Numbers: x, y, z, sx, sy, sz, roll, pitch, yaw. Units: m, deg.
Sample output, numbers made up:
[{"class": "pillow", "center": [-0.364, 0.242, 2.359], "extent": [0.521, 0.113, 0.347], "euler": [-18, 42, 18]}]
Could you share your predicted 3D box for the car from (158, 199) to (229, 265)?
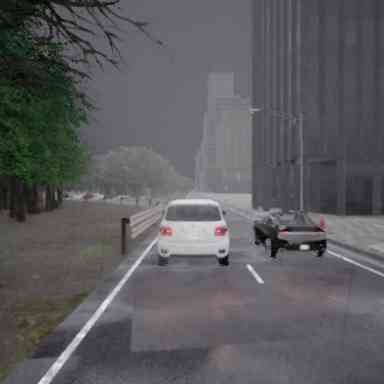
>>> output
[{"class": "car", "center": [0.061, 1.262, 11.905], "extent": [2.150, 2.045, 5.566], "euler": [0, 0, 1]}]

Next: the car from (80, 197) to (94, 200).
[{"class": "car", "center": [-26.959, 1.382, 85.042], "extent": [4.718, 1.301, 1.895], "euler": [1, 1, 44]}]

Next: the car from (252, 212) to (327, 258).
[{"class": "car", "center": [3.564, 1.534, 12.912], "extent": [2.128, 1.511, 4.902], "euler": [0, 0, 0]}]
